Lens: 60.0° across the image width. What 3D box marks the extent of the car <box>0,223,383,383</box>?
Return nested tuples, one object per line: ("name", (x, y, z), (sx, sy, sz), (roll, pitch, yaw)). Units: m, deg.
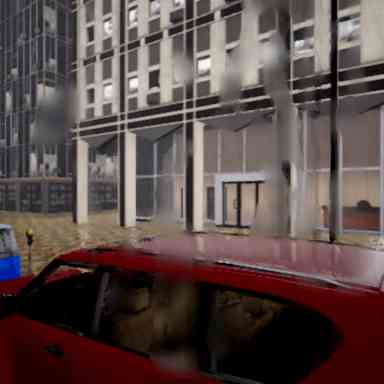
("car", (-0.350, 1.332, 3.113), (5.009, 1.841, 2.192), (-1, 0, 36))
